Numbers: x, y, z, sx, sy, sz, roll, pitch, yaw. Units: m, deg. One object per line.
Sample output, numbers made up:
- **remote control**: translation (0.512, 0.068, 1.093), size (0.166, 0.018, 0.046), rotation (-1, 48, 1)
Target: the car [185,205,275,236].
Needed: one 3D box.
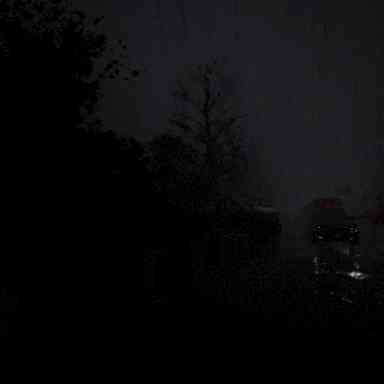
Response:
- **car**: translation (2.273, 1.581, 19.205), size (4.892, 1.521, 2.231), rotation (0, -1, 15)

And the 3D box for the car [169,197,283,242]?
- **car**: translation (1.617, 1.297, 16.621), size (5.566, 2.045, 2.435), rotation (0, -1, 15)

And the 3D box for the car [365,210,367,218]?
- **car**: translation (17.721, 1.789, 28.861), size (5.366, 1.575, 1.946), rotation (0, -1, 15)

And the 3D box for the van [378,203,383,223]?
- **van**: translation (15.895, 1.433, 23.192), size (4.442, 1.987, 1.878), rotation (0, -1, 15)

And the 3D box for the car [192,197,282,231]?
- **car**: translation (3.002, 1.365, 21.905), size (5.566, 2.045, 2.435), rotation (0, -1, 15)

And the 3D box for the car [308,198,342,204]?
- **car**: translation (13.942, 1.702, 35.557), size (2.150, 2.045, 5.566), rotation (1, -2, -6)

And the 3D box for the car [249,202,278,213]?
- **car**: translation (12.024, 2.585, 55.846), size (4.553, 1.767, 2.185), rotation (0, -2, 15)

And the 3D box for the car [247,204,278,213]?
- **car**: translation (11.248, 2.619, 52.767), size (4.674, 1.452, 2.002), rotation (0, -2, 15)

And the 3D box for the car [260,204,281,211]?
- **car**: translation (19.411, 3.866, 82.421), size (4.892, 1.521, 2.231), rotation (0, -2, 15)

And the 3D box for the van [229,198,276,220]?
- **van**: translation (5.970, 1.625, 32.675), size (4.442, 1.987, 1.878), rotation (0, -1, 15)

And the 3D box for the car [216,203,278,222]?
- **car**: translation (4.957, 1.780, 30.048), size (5.366, 1.575, 1.946), rotation (0, -1, 15)

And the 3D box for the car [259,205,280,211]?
- **car**: translation (18.536, 3.768, 79.266), size (4.674, 1.452, 2.002), rotation (0, -2, 15)

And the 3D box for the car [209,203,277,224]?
- **car**: translation (4.270, 1.721, 27.478), size (5.366, 1.575, 1.946), rotation (0, -1, 15)

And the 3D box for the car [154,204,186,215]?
- **car**: translation (-3.219, 2.566, 48.169), size (4.181, 1.385, 1.994), rotation (0, 0, 16)

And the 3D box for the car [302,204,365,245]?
- **car**: translation (6.591, 1.536, 16.020), size (1.882, 1.535, 5.008), rotation (0, -1, 15)

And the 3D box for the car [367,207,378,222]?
- **car**: translation (16.760, 1.595, 26.102), size (4.553, 1.767, 2.185), rotation (0, -1, 15)

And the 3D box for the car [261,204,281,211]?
- **car**: translation (20.272, 4.002, 85.576), size (5.008, 1.535, 2.097), rotation (0, -2, 15)
